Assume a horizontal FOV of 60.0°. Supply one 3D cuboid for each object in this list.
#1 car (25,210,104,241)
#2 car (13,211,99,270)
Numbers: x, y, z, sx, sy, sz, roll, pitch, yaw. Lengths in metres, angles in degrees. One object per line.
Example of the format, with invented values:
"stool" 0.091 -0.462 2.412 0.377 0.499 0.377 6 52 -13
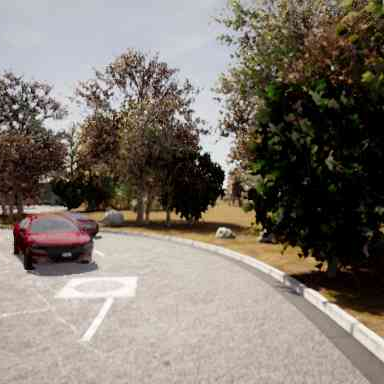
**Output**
"car" -7.128 1.768 18.464 4.181 1.385 1.994 -1 -1 33
"car" -4.957 1.548 11.584 1.882 1.535 5.008 2 -2 -34
